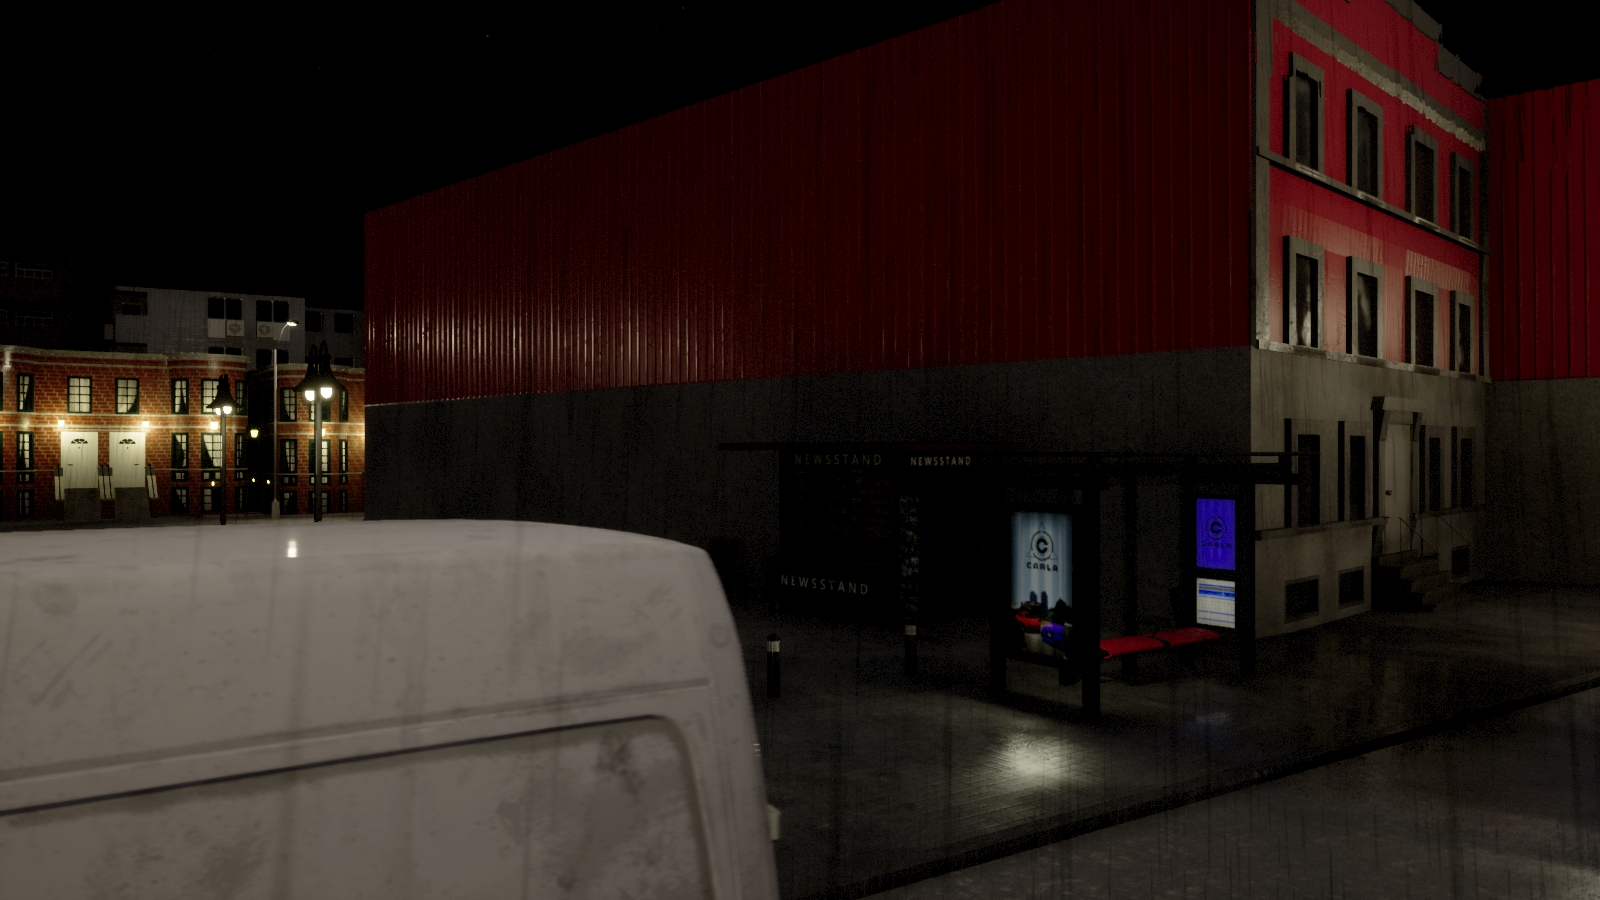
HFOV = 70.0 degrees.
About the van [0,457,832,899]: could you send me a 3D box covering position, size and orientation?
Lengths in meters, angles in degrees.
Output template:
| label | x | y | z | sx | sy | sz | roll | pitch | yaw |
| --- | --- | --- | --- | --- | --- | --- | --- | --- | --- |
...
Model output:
| label | x | y | z | sx | sy | sz | roll | pitch | yaw |
| --- | --- | --- | --- | --- | --- | --- | --- | --- | --- |
| van | -2.898 | 1.314 | 2.378 | 5.915 | 2.561 | 1.988 | 0 | 0 | -35 |
